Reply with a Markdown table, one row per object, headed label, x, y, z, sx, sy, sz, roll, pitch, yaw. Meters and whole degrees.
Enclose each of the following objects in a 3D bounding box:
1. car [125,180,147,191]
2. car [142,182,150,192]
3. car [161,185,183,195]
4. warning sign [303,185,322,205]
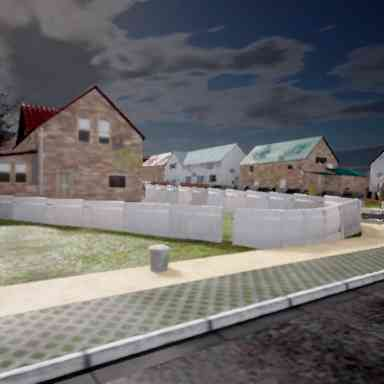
| label | x | y | z | sx | sy | sz | roll | pitch | yaw |
| --- | --- | --- | --- | --- | --- | --- | --- | --- | --- |
| car | -9.934 | -1.126 | 58.468 | 2.097 | 1.767 | 4.553 | 1 | 2 | -34 |
| car | -7.965 | -0.591 | 50.584 | 2.033 | 1.411 | 5.357 | 1 | 2 | -34 |
| car | -2.767 | -0.326 | 47.882 | 2.033 | 1.411 | 5.357 | 1 | 2 | -34 |
| warning sign | 11.336 | 0.283 | 31.378 | 1.300 | 1.860 | 1.060 | -3 | 2 | -34 |
